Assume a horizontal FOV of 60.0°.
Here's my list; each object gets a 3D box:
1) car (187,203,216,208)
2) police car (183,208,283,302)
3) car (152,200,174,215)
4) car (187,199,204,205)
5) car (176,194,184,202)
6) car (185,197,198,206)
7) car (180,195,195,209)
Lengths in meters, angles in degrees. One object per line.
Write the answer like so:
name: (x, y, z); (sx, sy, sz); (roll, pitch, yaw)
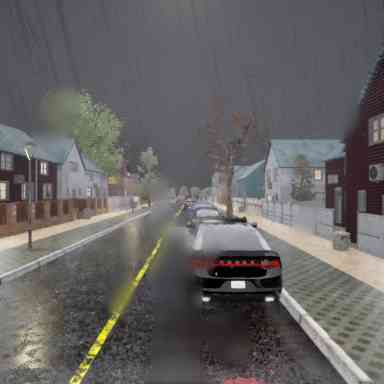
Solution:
car: (0.786, 1.536, 18.323); (1.812, 1.442, 4.674); (0, 0, 0)
police car: (0.807, 1.426, 8.432); (1.930, 1.638, 5.238); (0, 0, 0)
car: (-2.925, 1.582, 34.854); (1.812, 1.442, 4.674); (0, 0, 0)
car: (0.774, 1.500, 24.324); (1.882, 1.535, 5.008); (0, 0, 0)
car: (-2.935, 1.665, 87.645); (2.150, 2.045, 5.566); (0, 0, 0)
car: (-0.123, 1.679, 58.096); (2.128, 1.511, 4.902); (0, 0, 0)
car: (-0.074, 1.595, 44.909); (2.128, 1.511, 4.902); (0, 0, 1)
